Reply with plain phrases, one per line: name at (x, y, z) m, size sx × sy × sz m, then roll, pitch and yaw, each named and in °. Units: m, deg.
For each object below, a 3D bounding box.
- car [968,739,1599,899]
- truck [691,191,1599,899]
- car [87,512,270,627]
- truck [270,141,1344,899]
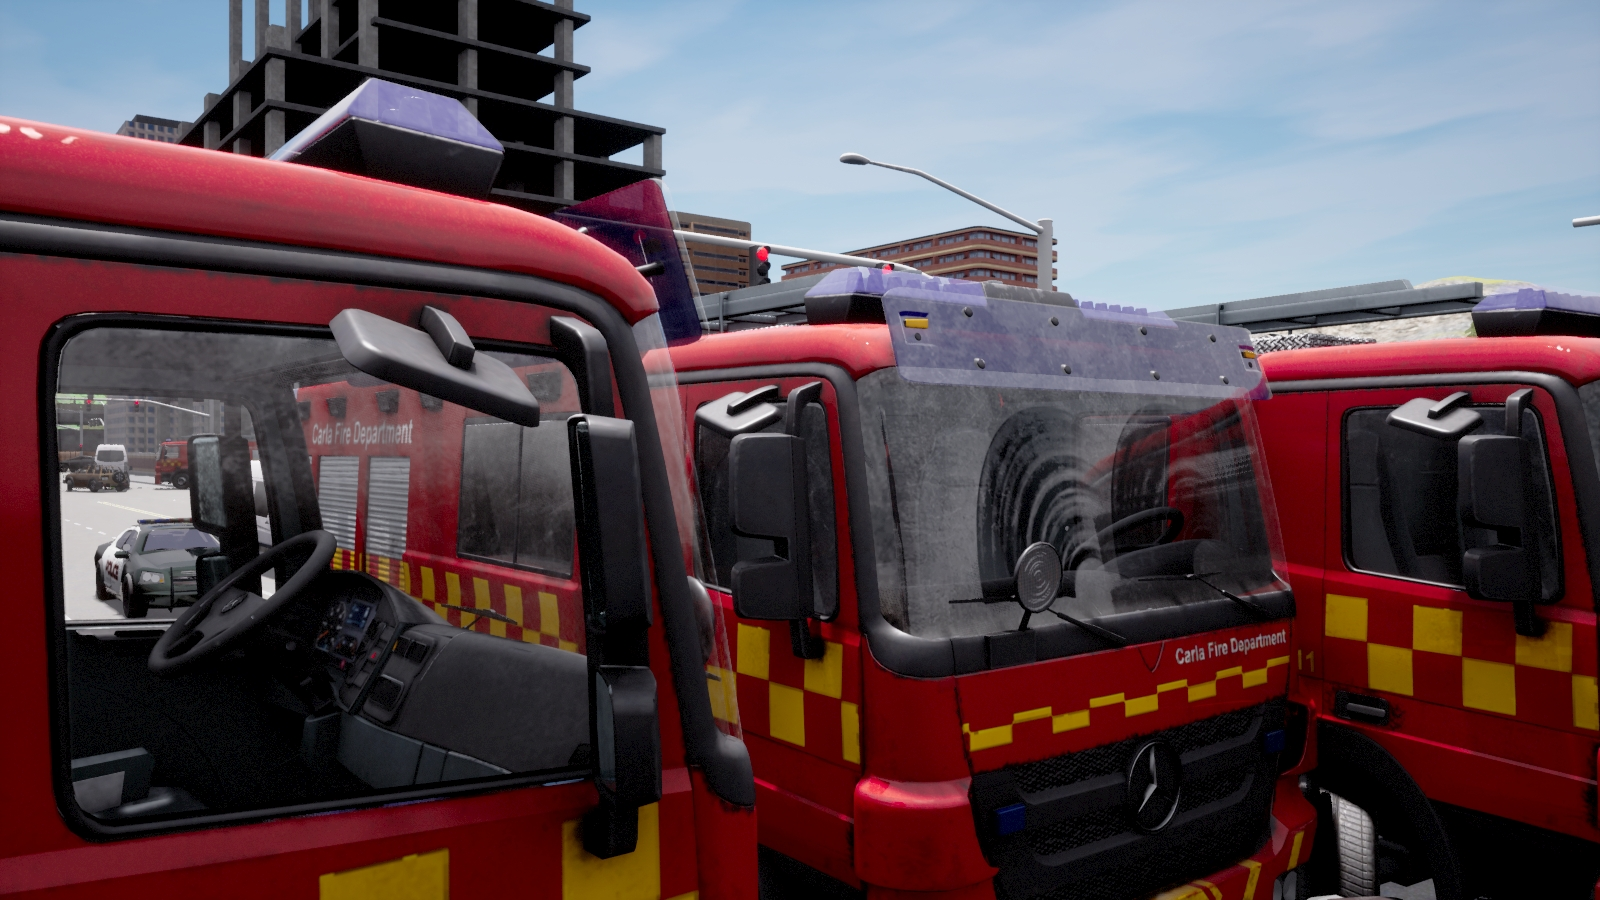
car at (2.437, 2.065, 3.109) m, size 1.970 × 1.475 × 3.806 m, roll 0°, pitch 0°, yaw -30°
truck at (2.348, 0.890, 8.605) m, size 2.891 × 3.827 × 8.468 m, roll 0°, pitch 0°, yaw -31°
car at (-11.386, 2.037, 20.746) m, size 2.038 × 1.542 × 4.974 m, roll 0°, pitch 0°, yaw -39°
truck at (-1.099, 0.890, 8.003) m, size 2.891 × 3.827 × 8.468 m, roll 0°, pitch 0°, yaw -38°
